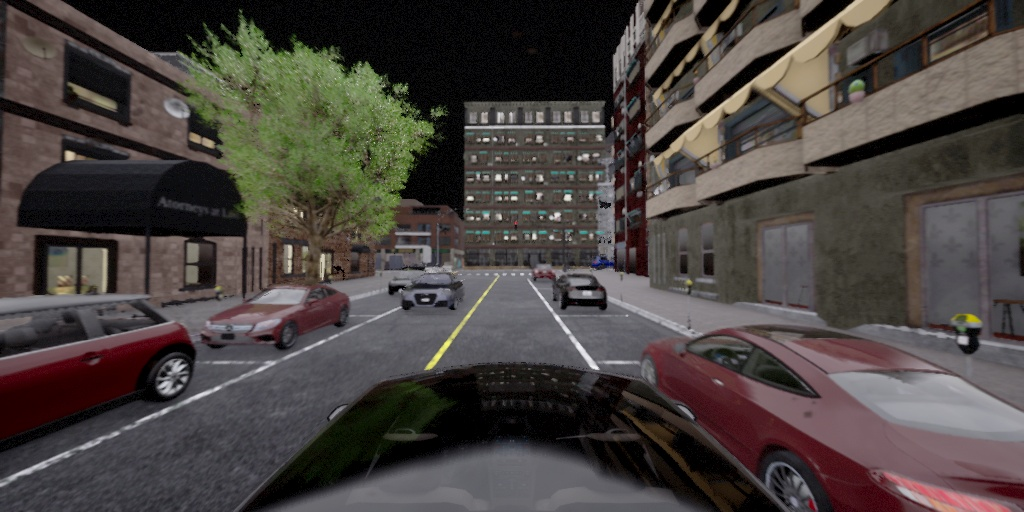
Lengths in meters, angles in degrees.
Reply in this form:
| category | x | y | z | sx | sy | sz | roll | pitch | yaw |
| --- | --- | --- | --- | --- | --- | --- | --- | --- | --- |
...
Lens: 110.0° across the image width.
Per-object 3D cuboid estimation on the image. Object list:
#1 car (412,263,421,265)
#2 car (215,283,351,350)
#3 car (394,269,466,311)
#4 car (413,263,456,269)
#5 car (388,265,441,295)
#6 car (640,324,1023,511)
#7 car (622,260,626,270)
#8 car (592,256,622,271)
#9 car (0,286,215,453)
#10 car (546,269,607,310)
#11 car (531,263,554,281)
| category | x | y | z | sx | sy | sz | roll | pitch | yaw |
| --- | --- | --- | --- | --- | --- | --- | --- | --- | --- |
| car | -12.933 | 1.660 | 51.057 | 4.718 | 1.301 | 1.895 | -1 | -1 | 1 |
| car | -5.654 | 1.375 | 9.222 | 1.802 | 1.307 | 4.207 | 0 | 0 | 0 |
| car | -3.096 | 1.390 | 14.818 | 1.994 | 1.385 | 4.181 | 0 | 0 | 0 |
| car | -5.650 | 1.444 | 26.283 | 2.007 | 1.370 | 4.403 | 0 | 0 | 0 |
| car | -5.651 | 1.426 | 20.595 | 1.948 | 1.339 | 4.313 | 0 | 0 | 0 |
| car | 2.692 | 1.343 | 3.592 | 1.802 | 1.307 | 4.207 | 0 | 0 | 0 |
| car | 17.664 | 1.302 | 47.901 | 4.829 | 1.417 | 1.751 | 0 | 0 | 1 |
| car | 14.095 | 1.006 | 50.672 | 5.566 | 2.045 | 2.150 | 0 | -1 | 1 |
| car | -5.656 | 1.200 | 3.536 | 1.967 | 1.591 | 4.097 | 0 | 0 | 0 |
| car | 2.695 | 1.392 | 14.965 | 1.948 | 1.339 | 4.313 | 0 | 0 | 0 |
| car | 2.746 | 1.368 | 32.022 | 1.967 | 1.591 | 4.097 | 0 | 0 | 0 |
